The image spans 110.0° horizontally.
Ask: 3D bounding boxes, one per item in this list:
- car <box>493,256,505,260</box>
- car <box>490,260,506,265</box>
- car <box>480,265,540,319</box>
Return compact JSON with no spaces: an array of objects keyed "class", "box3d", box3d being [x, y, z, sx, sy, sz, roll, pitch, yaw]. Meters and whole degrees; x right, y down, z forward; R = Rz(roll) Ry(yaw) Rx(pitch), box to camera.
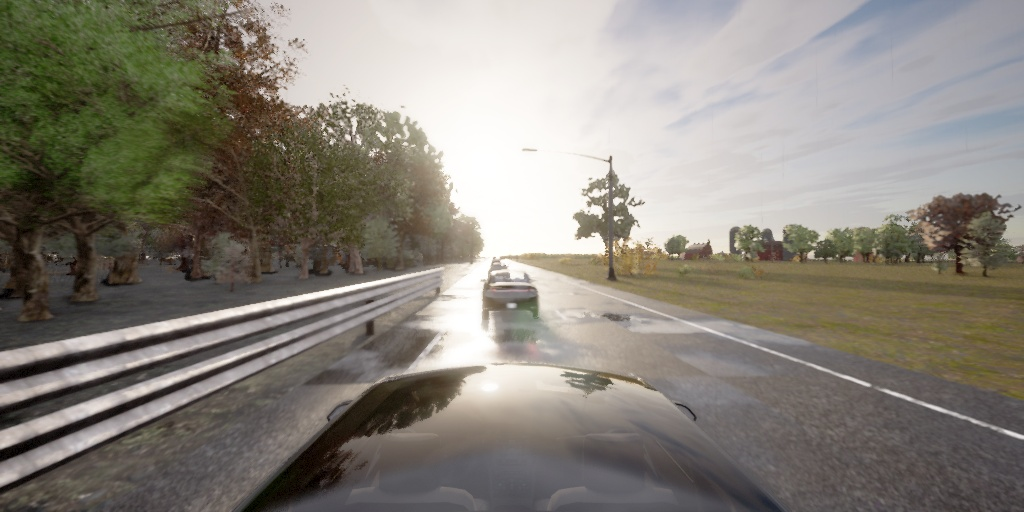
[{"class":"car","box3d":[-2.724,1.270,63.797,1.837,1.490,4.892,0,0,-3]},{"class":"car","box3d":[-1.174,1.330,33.469,1.994,1.385,4.181,0,0,-3]},{"class":"car","box3d":[-0.127,1.254,12.938,2.128,1.511,4.902,0,0,-3]}]
